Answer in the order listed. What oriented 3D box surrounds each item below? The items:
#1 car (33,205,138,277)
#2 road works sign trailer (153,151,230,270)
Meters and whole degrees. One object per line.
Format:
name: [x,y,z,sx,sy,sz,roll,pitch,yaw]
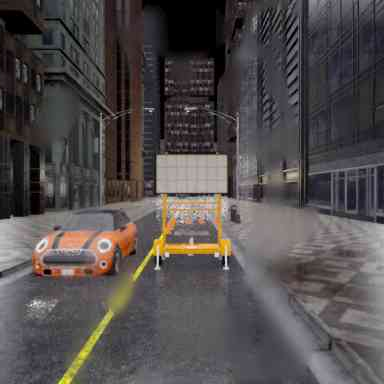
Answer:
car: [-3.007,1.352,10.295,2.097,1.767,4.553,0,0,0]
road works sign trailer: [-0.002,0.463,11.057,2.380,3.560,2.880,0,0,0]
